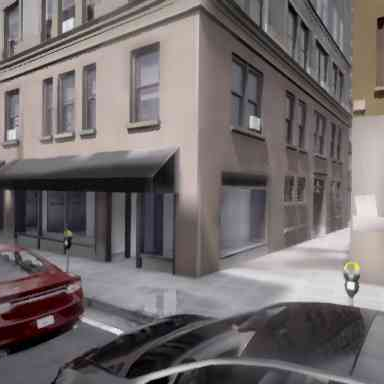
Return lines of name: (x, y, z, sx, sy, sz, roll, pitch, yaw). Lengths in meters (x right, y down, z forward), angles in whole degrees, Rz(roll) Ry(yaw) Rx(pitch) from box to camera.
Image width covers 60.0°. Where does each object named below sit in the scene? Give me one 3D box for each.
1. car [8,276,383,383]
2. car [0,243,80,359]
car: (0.774, 1.563, 2.399, 4.313, 1.339, 1.947, 0, 1, 36)
car: (-3.708, 1.540, 5.595, 4.507, 1.381, 1.887, 0, 1, 36)
